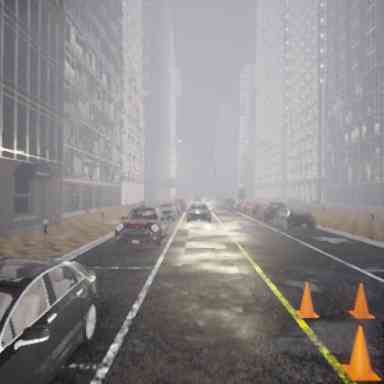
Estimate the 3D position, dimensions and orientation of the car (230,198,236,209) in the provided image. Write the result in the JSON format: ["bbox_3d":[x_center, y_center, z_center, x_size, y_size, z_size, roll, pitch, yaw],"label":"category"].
[{"bbox_3d":[6.525,1.637,43.378,2.008,1.369,4.403,1,0,1],"label":"car"}]

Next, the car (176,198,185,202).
[{"bbox_3d":[-1.983,1.554,32.117,1.887,1.381,4.507,1,0,1],"label":"car"}]

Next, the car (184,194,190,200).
[{"bbox_3d":[-1.406,1.619,83.316,2.008,1.369,4.403,1,0,1],"label":"car"}]

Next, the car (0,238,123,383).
[{"bbox_3d":[-2.303,1.535,3.674,2.008,1.369,4.403,1,0,1],"label":"car"}]

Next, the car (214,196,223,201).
[{"bbox_3d":[7.038,1.687,88.887,1.887,1.381,4.507,1,0,1],"label":"car"}]

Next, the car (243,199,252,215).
[{"bbox_3d":[6.397,1.620,32.001,1.887,1.381,4.507,1,0,1],"label":"car"}]

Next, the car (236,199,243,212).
[{"bbox_3d":[6.461,1.663,37.690,1.802,1.307,4.206,1,0,1],"label":"car"}]

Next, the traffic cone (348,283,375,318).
[{"bbox_3d":[3.131,1.985,6.159,0.340,0.580,0.340,0,0,1],"label":"traffic cone"}]

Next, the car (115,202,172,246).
[{"bbox_3d":[-2.173,1.434,15.052,1.967,1.590,4.097,1,0,1],"label":"car"}]

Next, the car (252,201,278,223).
[{"bbox_3d":[6.334,1.511,26.312,1.967,1.590,4.097,1,0,1],"label":"car"}]

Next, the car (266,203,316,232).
[{"bbox_3d":[6.269,1.616,20.624,2.008,1.369,4.403,1,0,1],"label":"car"}]

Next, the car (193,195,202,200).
[{"bbox_3d":[1.258,1.438,81.402,2.097,1.767,4.553,0,0,1],"label":"car"}]

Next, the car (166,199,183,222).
[{"bbox_3d":[-2.047,1.555,26.429,2.008,1.369,4.403,1,0,1],"label":"car"}]

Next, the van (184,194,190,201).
[{"bbox_3d":[-1.339,1.417,89.005,1.690,1.788,3.998,1,0,1],"label":"van"}]

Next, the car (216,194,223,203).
[{"bbox_3d":[6.848,1.646,71.991,1.752,1.417,4.829,1,0,1],"label":"car"}]

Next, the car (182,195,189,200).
[{"bbox_3d":[-1.790,1.571,49.184,1.887,1.381,4.507,1,0,1],"label":"car"}]

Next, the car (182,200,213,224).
[{"bbox_3d":[0.545,1.572,25.687,2.033,1.411,5.357,0,0,1],"label":"car"}]

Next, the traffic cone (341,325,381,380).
[{"bbox_3d":[2.108,1.975,4.171,0.340,0.580,0.340,0,0,1],"label":"traffic cone"}]

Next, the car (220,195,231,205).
[{"bbox_3d":[6.717,1.672,60.443,1.947,1.339,4.313,1,0,1],"label":"car"}]

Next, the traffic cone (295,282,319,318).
[{"bbox_3d":[2.131,1.977,6.170,0.340,0.580,0.340,0,0,1],"label":"traffic cone"}]
